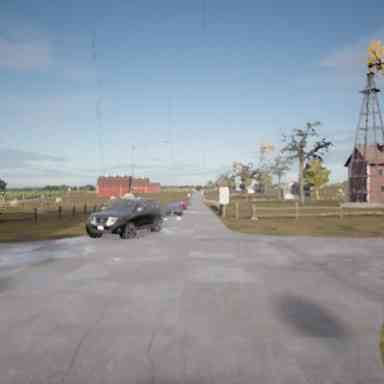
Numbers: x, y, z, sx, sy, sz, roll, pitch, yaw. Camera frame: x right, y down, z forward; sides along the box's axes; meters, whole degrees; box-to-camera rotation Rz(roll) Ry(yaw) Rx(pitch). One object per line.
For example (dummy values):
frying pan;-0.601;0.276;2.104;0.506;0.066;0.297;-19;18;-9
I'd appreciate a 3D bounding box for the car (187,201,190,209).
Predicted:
car;-1.659;2.205;51.708;1.895;1.301;4.718;0;-1;1

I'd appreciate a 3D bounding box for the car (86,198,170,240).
car;-3.494;1.392;18.576;2.150;2.045;5.566;0;-1;19

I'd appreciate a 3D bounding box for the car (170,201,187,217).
car;-1.957;1.922;36.937;2.033;1.411;5.357;0;-1;1
